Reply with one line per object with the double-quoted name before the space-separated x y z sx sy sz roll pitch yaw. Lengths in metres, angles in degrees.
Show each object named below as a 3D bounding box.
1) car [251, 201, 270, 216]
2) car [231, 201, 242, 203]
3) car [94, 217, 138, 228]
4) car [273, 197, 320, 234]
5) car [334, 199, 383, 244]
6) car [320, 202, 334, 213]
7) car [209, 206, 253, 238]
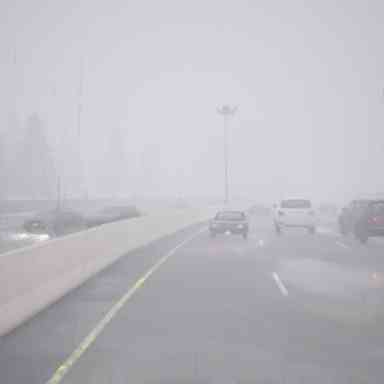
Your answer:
"car" 7.198 1.729 35.293 1.812 1.442 4.674 0 0 19
"car" 7.950 1.670 58.863 2.097 1.767 4.553 0 0 20
"car" -4.703 1.552 20.356 1.882 1.535 5.008 0 0 12
"car" 6.288 1.351 20.663 2.150 2.045 5.566 0 0 13
"car" 8.927 1.343 16.458 2.150 2.045 5.566 0 0 11
"car" 16.237 1.869 39.920 1.895 1.301 4.718 0 0 19
"car" 2.196 1.699 18.354 1.895 1.301 4.718 0 0 12
